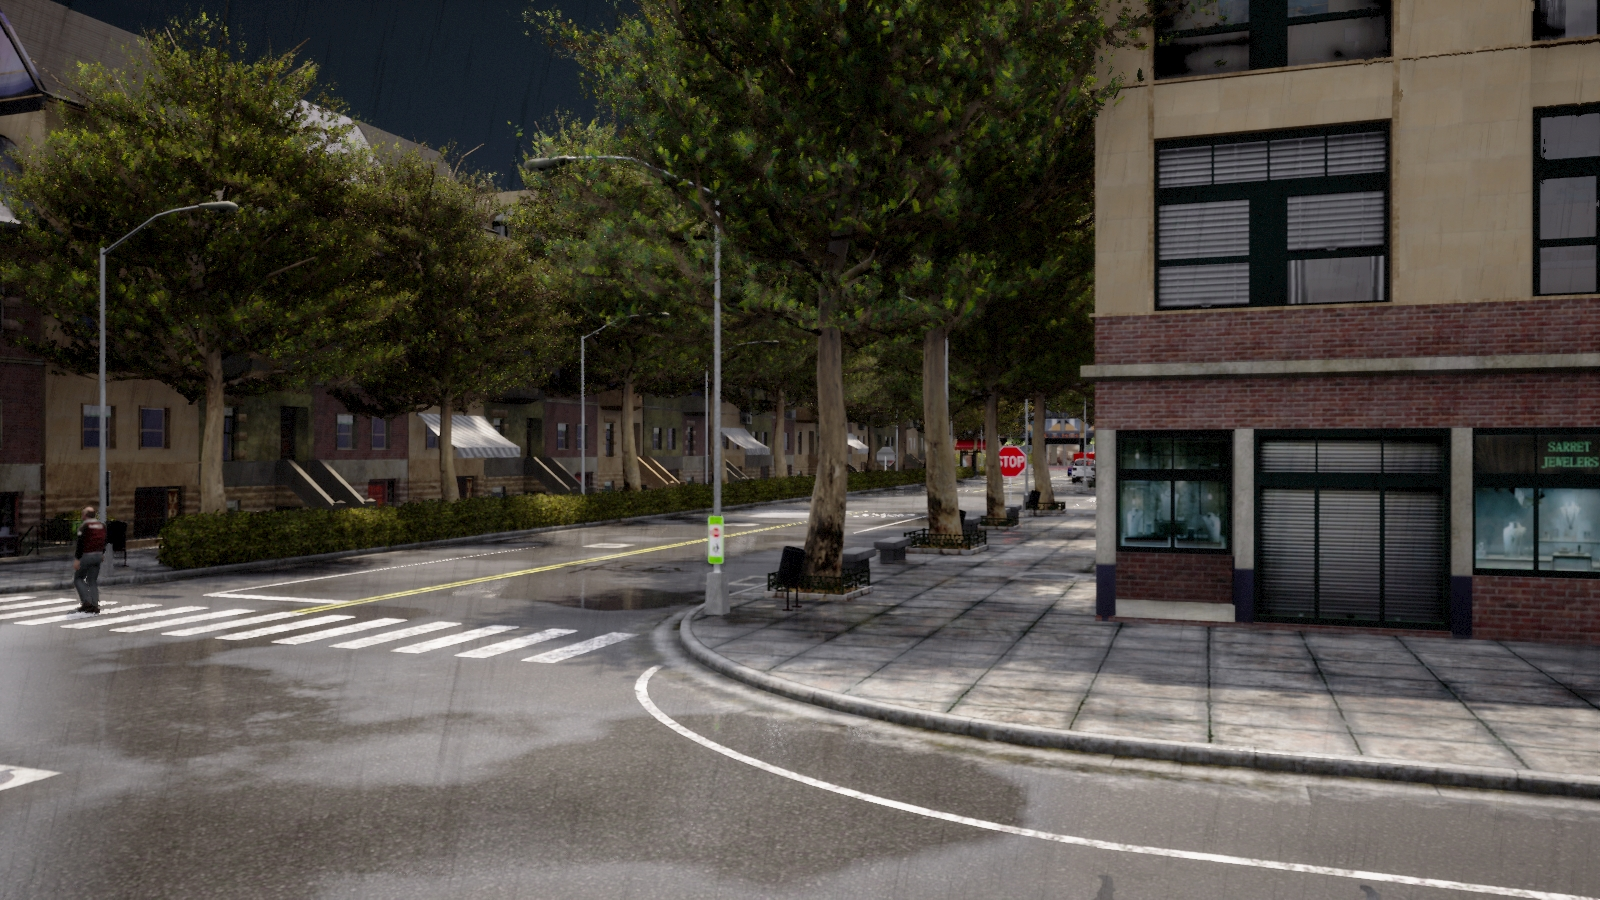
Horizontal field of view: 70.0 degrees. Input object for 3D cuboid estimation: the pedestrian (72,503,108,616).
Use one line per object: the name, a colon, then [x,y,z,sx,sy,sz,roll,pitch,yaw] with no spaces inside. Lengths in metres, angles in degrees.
pedestrian: [-12.027,1.845,19.364,0.375,1.860,0.375,0,0,23]
